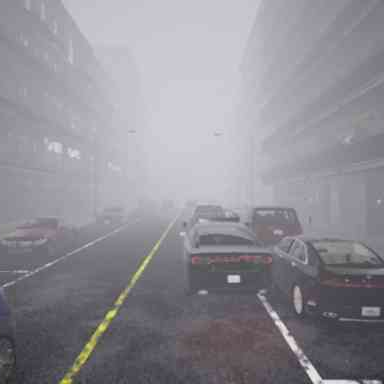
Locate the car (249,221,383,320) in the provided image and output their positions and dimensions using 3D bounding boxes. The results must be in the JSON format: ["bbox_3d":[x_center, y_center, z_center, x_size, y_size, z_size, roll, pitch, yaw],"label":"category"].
[{"bbox_3d":[2.706,1.573,7.199,2.008,1.369,4.403,1,0,0],"label":"car"}]

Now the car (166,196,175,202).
[{"bbox_3d":[-5.601,1.761,86.663,2.008,1.369,4.403,1,0,0],"label":"car"}]

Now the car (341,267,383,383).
[{"bbox_3d":[2.701,1.556,1.528,2.008,1.369,4.403,1,0,0],"label":"car"}]

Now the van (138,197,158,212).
[{"bbox_3d":[-5.640,1.456,41.294,1.690,1.788,3.998,1,0,0],"label":"van"}]

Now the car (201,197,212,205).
[{"bbox_3d":[2.759,1.748,63.909,1.802,1.307,4.206,1,0,0],"label":"car"}]

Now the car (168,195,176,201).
[{"bbox_3d":[-5.594,1.661,92.335,1.967,1.590,4.097,1,0,0],"label":"car"}]

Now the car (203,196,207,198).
[{"bbox_3d":[2.754,1.594,58.237,1.967,1.590,4.097,1,0,0],"label":"car"}]

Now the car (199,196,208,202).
[{"bbox_3d":[2.774,1.745,80.920,1.887,1.381,4.507,1,0,0],"label":"car"}]

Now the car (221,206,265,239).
[{"bbox_3d":[2.717,1.580,18.711,1.752,1.417,4.829,1,0,0],"label":"car"}]

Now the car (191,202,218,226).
[{"bbox_3d":[0.865,1.577,24.809,1.837,1.490,4.892,0,0,0],"label":"car"}]

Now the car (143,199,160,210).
[{"bbox_3d":[-5.638,1.674,46.964,1.887,1.381,4.507,1,0,0],"label":"car"}]

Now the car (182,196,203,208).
[{"bbox_3d":[0.048,1.616,45.067,2.128,1.511,4.902,0,0,0],"label":"car"}]

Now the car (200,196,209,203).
[{"bbox_3d":[2.770,1.629,75.249,1.967,1.590,4.097,1,0,0],"label":"car"}]

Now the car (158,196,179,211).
[{"bbox_3d":[-3.059,1.623,42.684,1.837,1.490,4.892,0,0,0],"label":"car"}]

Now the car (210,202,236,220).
[{"bbox_3d":[2.727,1.630,29.883,1.887,1.381,4.507,1,0,0],"label":"car"}]

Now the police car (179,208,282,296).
[{"bbox_3d":[0.705,1.452,8.905,1.930,1.638,5.238,0,0,-2],"label":"police car"}]

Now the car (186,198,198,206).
[{"bbox_3d":[0.052,1.720,58.988,1.994,1.385,4.181,0,0,0],"label":"car"}]

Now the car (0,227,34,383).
[{"bbox_3d":[-3.099,1.359,1.978,2.097,1.767,4.553,0,0,0],"label":"car"}]

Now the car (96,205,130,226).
[{"bbox_3d":[-5.659,1.636,24.279,1.947,1.339,4.313,1,0,0],"label":"car"}]

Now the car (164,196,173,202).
[{"bbox_3d":[-5.606,1.725,80.823,1.752,1.417,4.829,1,0,0],"label":"car"}]

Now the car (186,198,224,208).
[{"bbox_3d":[0.881,1.407,18.779,2.097,1.767,4.553,0,0,0],"label":"car"}]

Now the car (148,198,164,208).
[{"bbox_3d":[-5.632,1.693,52.636,2.008,1.369,4.403,1,0,0],"label":"car"}]

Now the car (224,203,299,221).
[{"bbox_3d":[2.714,1.354,12.871,2.192,1.841,5.009,1,0,0],"label":"car"}]

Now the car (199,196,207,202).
[{"bbox_3d":[2.779,1.761,86.590,2.008,1.369,4.403,1,0,0],"label":"car"}]

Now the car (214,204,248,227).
[{"bbox_3d":[2.722,1.615,24.212,1.887,1.381,4.507,1,0,0],"label":"car"}]

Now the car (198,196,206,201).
[{"bbox_3d":[2.784,1.771,92.261,2.008,1.369,4.403,1,0,0],"label":"car"}]

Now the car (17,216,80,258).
[{"bbox_3d":[-5.670,1.621,12.935,1.802,1.307,4.206,1,0,0],"label":"car"}]
